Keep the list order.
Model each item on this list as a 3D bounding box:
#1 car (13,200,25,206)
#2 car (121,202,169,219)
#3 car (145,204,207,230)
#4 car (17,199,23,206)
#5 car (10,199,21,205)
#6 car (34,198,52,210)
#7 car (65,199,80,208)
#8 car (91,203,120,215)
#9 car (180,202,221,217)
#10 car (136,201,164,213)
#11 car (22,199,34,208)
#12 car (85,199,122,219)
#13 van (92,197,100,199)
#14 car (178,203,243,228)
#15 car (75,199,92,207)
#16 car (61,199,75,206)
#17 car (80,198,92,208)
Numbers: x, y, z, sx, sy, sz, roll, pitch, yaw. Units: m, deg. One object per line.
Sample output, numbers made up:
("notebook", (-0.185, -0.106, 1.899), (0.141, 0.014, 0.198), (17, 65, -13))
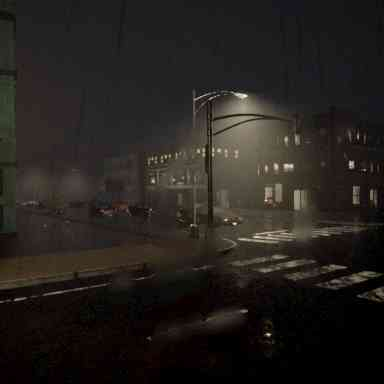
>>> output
("car", (-41.400, 2.548, 79.620), (2.008, 1.369, 4.403), (-1, 0, -36))
("car", (-4.723, 1.826, 32.781), (2.128, 1.511, 4.902), (-1, 0, -35))
("car", (-1.242, 1.815, 23.229), (1.947, 1.339, 4.313), (-2, 0, -36))
("car", (-38.183, 2.380, 75.116), (1.967, 1.590, 4.097), (-1, 0, -36))
("car", (-44.618, 2.598, 84.122), (1.887, 1.381, 4.507), (-1, 0, -36))
("car", (-25.207, 2.233, 56.966), (1.752, 1.417, 4.829), (-1, 0, -36))
("car", (-21.430, 2.230, 61.653), (1.994, 1.385, 4.181), (-1, 0, -36))
("car", (-10.717, 2.051, 41.179), (1.895, 1.301, 4.718), (-1, 0, -35))
("car", (0.823, 1.810, 34.961), (2.008, 1.369, 4.403), (-2, 0, -36))
("car", (-5.613, 1.966, 43.967), (1.802, 1.307, 4.206), (-2, 0, -36))
("car", (-31.744, 2.376, 66.111), (2.008, 1.369, 4.403), (-1, 0, -36))
("car", (-9.215, 1.847, 34.589), (1.967, 1.590, 4.097), (-1, 0, -36))
("van", (-15.275, 1.907, 57.476), (1.690, 1.788, 3.998), (-1, 0, -36))
("car", (1.301, 1.763, 24.348), (2.033, 1.411, 5.357), (-1, 0, -36))
("car", (-21.708, 2.228, 66.482), (1.887, 1.381, 4.507), (-1, 0, -36))
("car", (-28.145, 2.364, 75.489), (1.947, 1.339, 4.313), (-1, 0, -36))
("car", (-18.495, 1.940, 61.979), (2.192, 1.841, 5.009), (-1, 0, -36))
